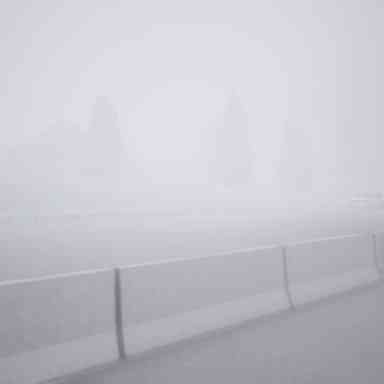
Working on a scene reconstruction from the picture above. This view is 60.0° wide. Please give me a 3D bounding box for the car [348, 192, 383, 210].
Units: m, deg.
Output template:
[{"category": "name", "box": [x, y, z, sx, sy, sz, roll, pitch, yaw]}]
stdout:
[{"category": "car", "box": [21.121, 1.037, 40.020, 5.566, 2.045, 2.150, 0, 0, -35]}]
